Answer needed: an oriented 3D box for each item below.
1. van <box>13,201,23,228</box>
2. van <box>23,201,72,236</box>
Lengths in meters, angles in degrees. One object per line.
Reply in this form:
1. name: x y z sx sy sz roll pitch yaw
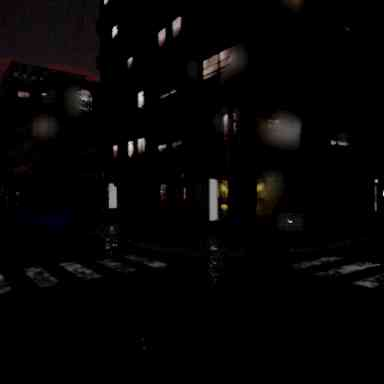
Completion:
1. van: -11.546 1.515 23.663 1.690 1.788 3.998 -2 1 -36
2. van: -8.283 1.459 19.188 1.690 1.788 3.998 -2 1 -36
